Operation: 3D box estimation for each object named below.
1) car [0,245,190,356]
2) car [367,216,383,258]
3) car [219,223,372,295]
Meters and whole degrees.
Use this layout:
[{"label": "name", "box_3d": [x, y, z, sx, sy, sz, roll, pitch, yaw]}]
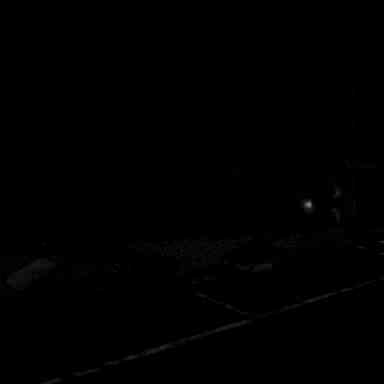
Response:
[{"label": "car", "box_3d": [-1.983, 1.580, 5.347, 4.206, 1.307, 1.802, 0, 0, -36]}, {"label": "car", "box_3d": [7.232, 1.528, 11.922, 4.507, 1.381, 1.887, 0, 0, -36]}, {"label": "car", "box_3d": [2.625, 1.573, 8.635, 4.206, 1.307, 1.802, 0, 0, -36]}]
